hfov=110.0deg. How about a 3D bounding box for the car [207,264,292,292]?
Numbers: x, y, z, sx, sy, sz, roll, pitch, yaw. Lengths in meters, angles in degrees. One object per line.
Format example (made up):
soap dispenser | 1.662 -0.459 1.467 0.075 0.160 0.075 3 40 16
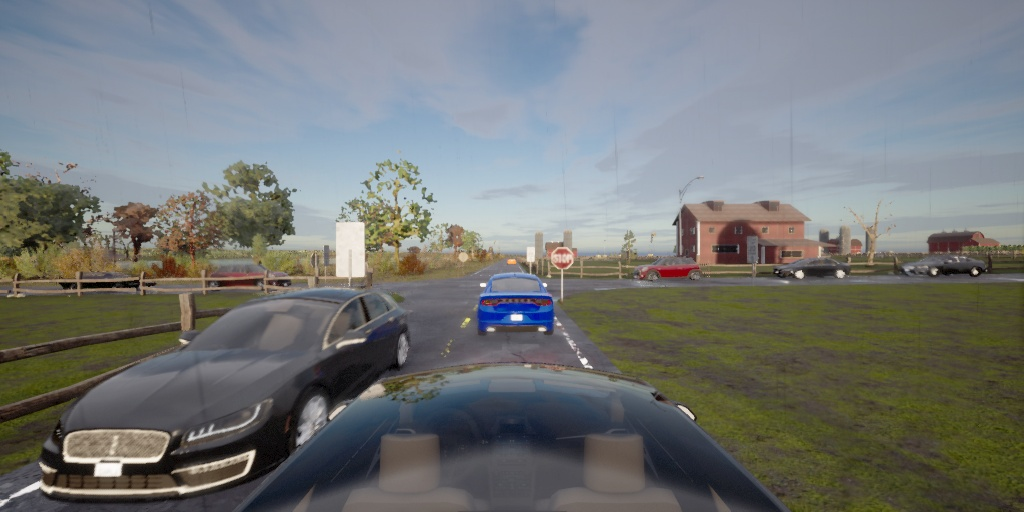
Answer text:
car | -17.098 1.330 23.533 4.553 1.767 2.097 -1 0 1

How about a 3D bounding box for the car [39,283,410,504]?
car | -2.835 1.254 4.952 1.837 1.490 4.892 0 0 0

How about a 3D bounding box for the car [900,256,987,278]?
car | 31.288 0.752 26.106 4.902 1.511 2.128 -1 0 1

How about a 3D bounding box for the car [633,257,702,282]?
car | 11.225 0.907 26.139 4.553 1.767 2.097 -1 0 -2

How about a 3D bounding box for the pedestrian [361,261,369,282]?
pedestrian | -12.175 1.162 29.453 0.375 1.860 0.375 0 1 0

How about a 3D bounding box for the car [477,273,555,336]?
car | 0.062 1.226 10.486 1.882 1.535 5.008 0 0 -1

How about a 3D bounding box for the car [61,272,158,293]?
car | -26.438 1.707 23.677 4.718 1.301 1.895 -1 0 1

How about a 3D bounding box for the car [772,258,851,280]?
car | 21.779 0.907 26.185 4.892 1.490 1.837 -1 0 0
